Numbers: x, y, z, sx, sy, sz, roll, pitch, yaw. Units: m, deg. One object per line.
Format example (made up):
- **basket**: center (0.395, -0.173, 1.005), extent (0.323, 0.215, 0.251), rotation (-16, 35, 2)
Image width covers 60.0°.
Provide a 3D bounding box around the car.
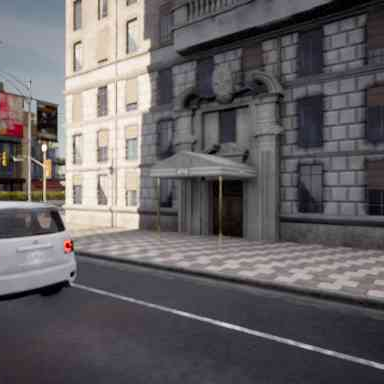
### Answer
- **car**: center (-4.924, 1.212, 7.394), extent (5.566, 2.045, 2.150), rotation (0, 0, 35)
